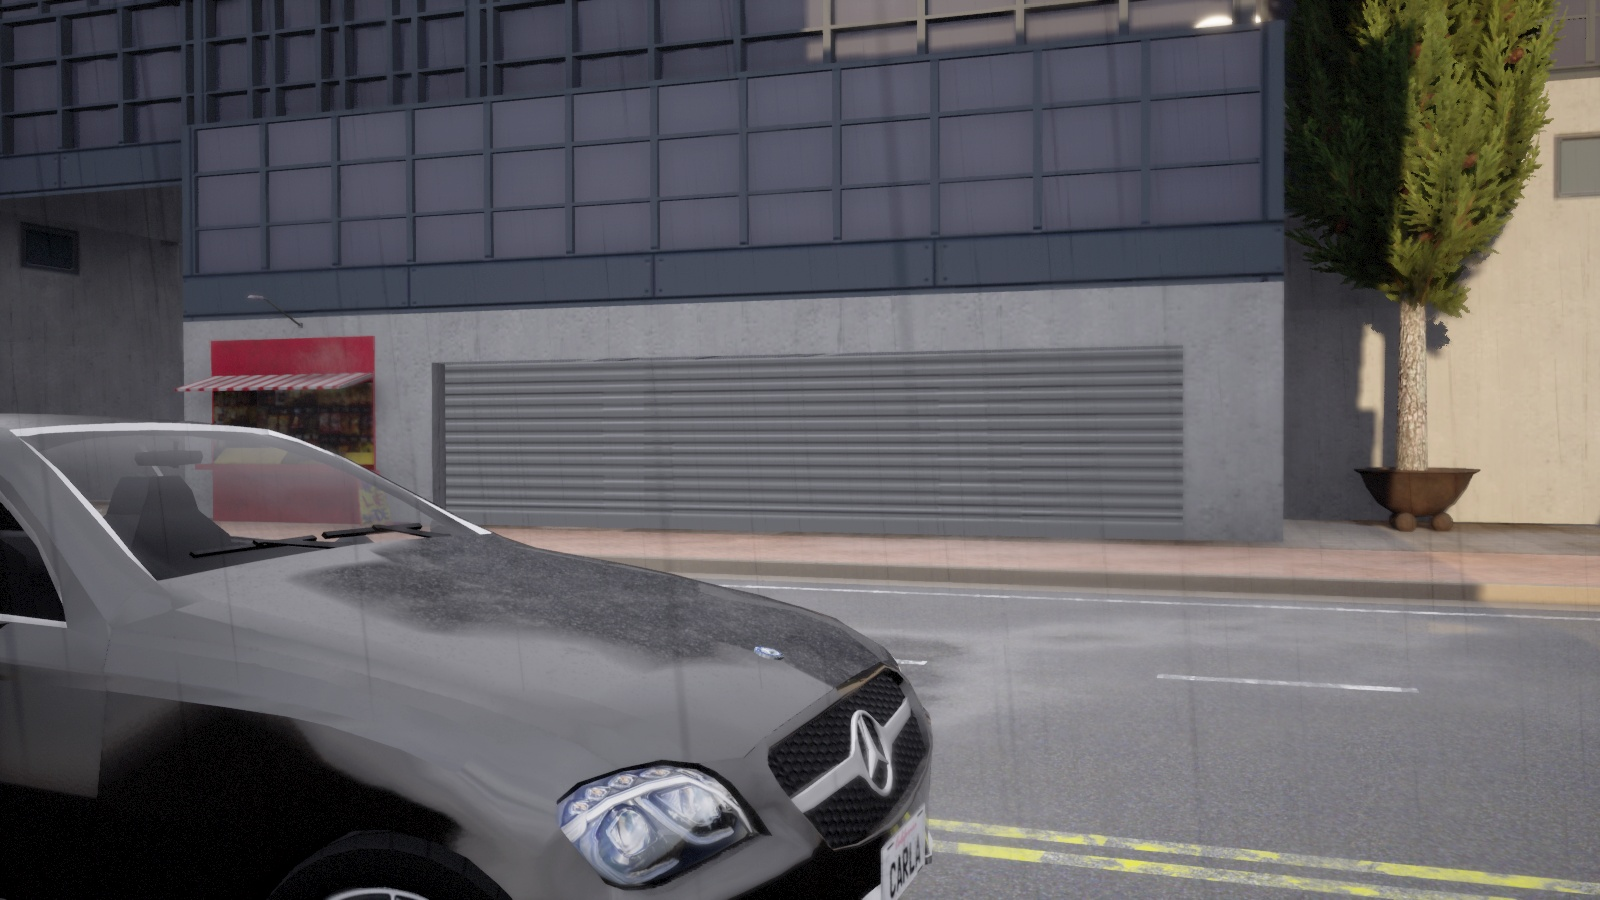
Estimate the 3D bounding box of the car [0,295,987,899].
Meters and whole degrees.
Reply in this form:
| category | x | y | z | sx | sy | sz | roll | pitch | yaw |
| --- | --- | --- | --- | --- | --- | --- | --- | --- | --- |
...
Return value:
| category | x | y | z | sx | sy | sz | roll | pitch | yaw |
| --- | --- | --- | --- | --- | --- | --- | --- | --- | --- |
| car | -2.120 | 0.535 | 3.904 | 5.027 | 1.651 | 2.152 | 1 | 1 | 19 |
